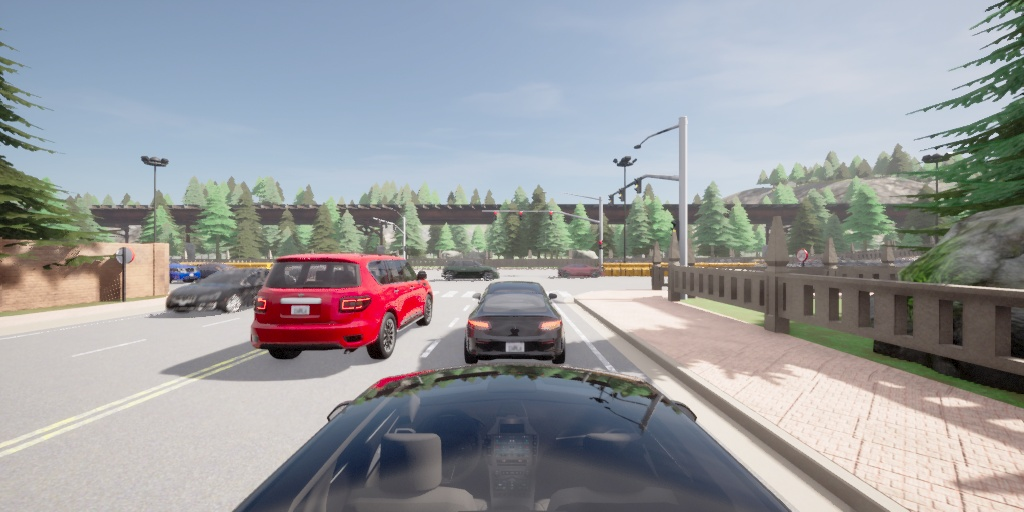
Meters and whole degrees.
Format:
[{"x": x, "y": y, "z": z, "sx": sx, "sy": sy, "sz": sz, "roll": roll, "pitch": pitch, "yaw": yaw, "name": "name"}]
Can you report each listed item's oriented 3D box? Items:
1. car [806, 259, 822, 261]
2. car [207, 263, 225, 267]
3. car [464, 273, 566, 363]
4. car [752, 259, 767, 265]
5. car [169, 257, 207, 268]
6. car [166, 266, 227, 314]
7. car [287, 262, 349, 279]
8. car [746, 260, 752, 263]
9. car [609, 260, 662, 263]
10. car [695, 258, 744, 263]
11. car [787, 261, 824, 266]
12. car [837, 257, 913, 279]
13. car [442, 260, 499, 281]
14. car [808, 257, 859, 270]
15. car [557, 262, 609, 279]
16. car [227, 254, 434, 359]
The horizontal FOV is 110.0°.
[{"x": 31.421, "y": 1.337, "z": 39.555, "sx": 4.718, "sy": 1.301, "sz": 1.895, "roll": 0, "pitch": 0, "yaw": 0, "name": "car"}, {"x": -23.850, "y": 1.297, "z": 29.079, "sx": 5.357, "sy": 1.411, "sz": 2.033, "roll": 0, "pitch": 0, "yaw": 0, "name": "car"}, {"x": 0.063, "y": 1.276, "z": 7.963, "sx": 1.812, "sy": 1.442, "sz": 4.674, "roll": 0, "pitch": 0, "yaw": 0, "name": "car"}, {"x": 31.746, "y": 1.210, "z": 46.553, "sx": 5.008, "sy": 1.535, "sz": 1.882, "roll": -1, "pitch": 0, "yaw": 0, "name": "car"}, {"x": -25.651, "y": 0.967, "z": 25.580, "sx": 5.566, "sy": 2.045, "sz": 2.150, "roll": 1, "pitch": 0, "yaw": -1, "name": "car"}, {"x": -10.472, "y": 1.255, "z": 13.836, "sx": 1.837, "sy": 1.490, "sz": 4.892, "roll": 1, "pitch": 0, "yaw": 0, "name": "car"}, {"x": -17.544, "y": 1.275, "z": 32.554, "sx": 4.674, "sy": 1.442, "sz": 1.812, "roll": 0, "pitch": 0, "yaw": 0, "name": "car"}, {"x": 25.538, "y": 1.102, "z": 43.064, "sx": 4.553, "sy": 1.767, "sz": 2.097, "roll": 0, "pitch": 0, "yaw": 0, "name": "car"}, {"x": 13.412, "y": 1.228, "z": 39.609, "sx": 5.008, "sy": 1.535, "sz": 1.882, "roll": 0, "pitch": 0, "yaw": 0, "name": "car"}, {"x": 22.433, "y": 1.102, "z": 39.573, "sx": 4.553, "sy": 1.767, "sz": 2.097, "roll": 0, "pitch": 0, "yaw": 0, "name": "car"}, {"x": 24.995, "y": 1.314, "z": 28.865, "sx": 4.181, "sy": 1.385, "sz": 1.994, "roll": 0, "pitch": 0, "yaw": 0, "name": "car"}, {"x": 25.778, "y": 1.101, "z": 25.364, "sx": 4.553, "sy": 1.767, "sz": 2.097, "roll": 0, "pitch": 0, "yaw": 0, "name": "car"}, {"x": -3.284, "y": 1.102, "z": 28.984, "sx": 4.553, "sy": 1.767, "sz": 2.097, "roll": 0, "pitch": 0, "yaw": 0, "name": "car"}, {"x": 41.609, "y": 0.953, "z": 46.535, "sx": 4.892, "sy": 1.490, "sz": 1.837, "roll": -3, "pitch": 0, "yaw": 0, "name": "car"}, {"x": 6.161, "y": 1.314, "z": 32.441, "sx": 4.181, "sy": 1.385, "sz": 1.994, "roll": 0, "pitch": 0, "yaw": 0, "name": "car"}, {"x": -3.440, "y": 0.971, "z": 8.515, "sx": 2.150, "sy": 2.045, "sz": 5.566, "roll": 0, "pitch": 0, "yaw": 0, "name": "car"}]
